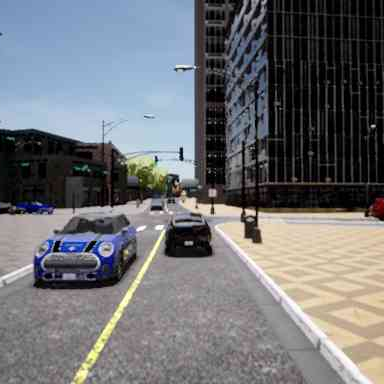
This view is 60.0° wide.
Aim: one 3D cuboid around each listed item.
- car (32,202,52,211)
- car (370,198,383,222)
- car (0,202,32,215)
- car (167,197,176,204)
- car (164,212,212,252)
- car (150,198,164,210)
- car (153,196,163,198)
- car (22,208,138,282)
[{"bbox_3d":[-18.253,1.868,38.440,4.674,1.442,1.812,0,-1,18],"label":"car"},{"bbox_3d":[15.876,1.378,24.478,5.009,1.841,2.192,0,-2,18],"label":"car"},{"bbox_3d":[-20.392,1.858,36.545,4.313,1.339,1.947,0,-2,18],"label":"car"},{"bbox_3d":[-4.994,2.017,81.287,2.097,1.767,4.553,0,0,-3],"label":"car"},{"bbox_3d":[-0.168,1.625,14.534,1.837,1.490,4.892,0,0,-1],"label":"car"},{"bbox_3d":[-5.205,1.948,49.504,2.033,1.411,5.357,0,0,-5],"label":"car"},{"bbox_3d":[-6.155,1.705,59.641,2.150,2.045,5.566,0,0,-5],"label":"car"},{"bbox_3d":[-2.955,1.435,10.141,2.097,1.767,4.553,0,0,-1],"label":"car"}]
